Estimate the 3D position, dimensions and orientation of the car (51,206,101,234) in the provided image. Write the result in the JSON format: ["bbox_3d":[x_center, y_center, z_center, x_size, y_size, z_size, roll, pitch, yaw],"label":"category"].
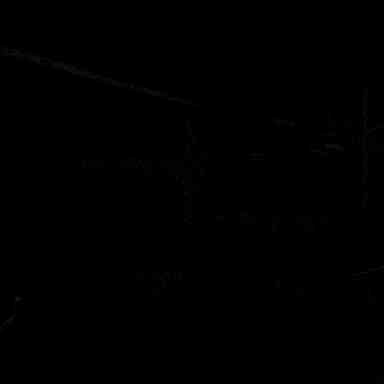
[{"bbox_3d":[-7.528,1.707,21.423,2.242,1.667,4.611,0,0,-36],"label":"car"}]

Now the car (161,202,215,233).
[{"bbox_3d":[-0.399,1.571,21.189,1.905,1.878,3.866,0,0,-36],"label":"car"}]
